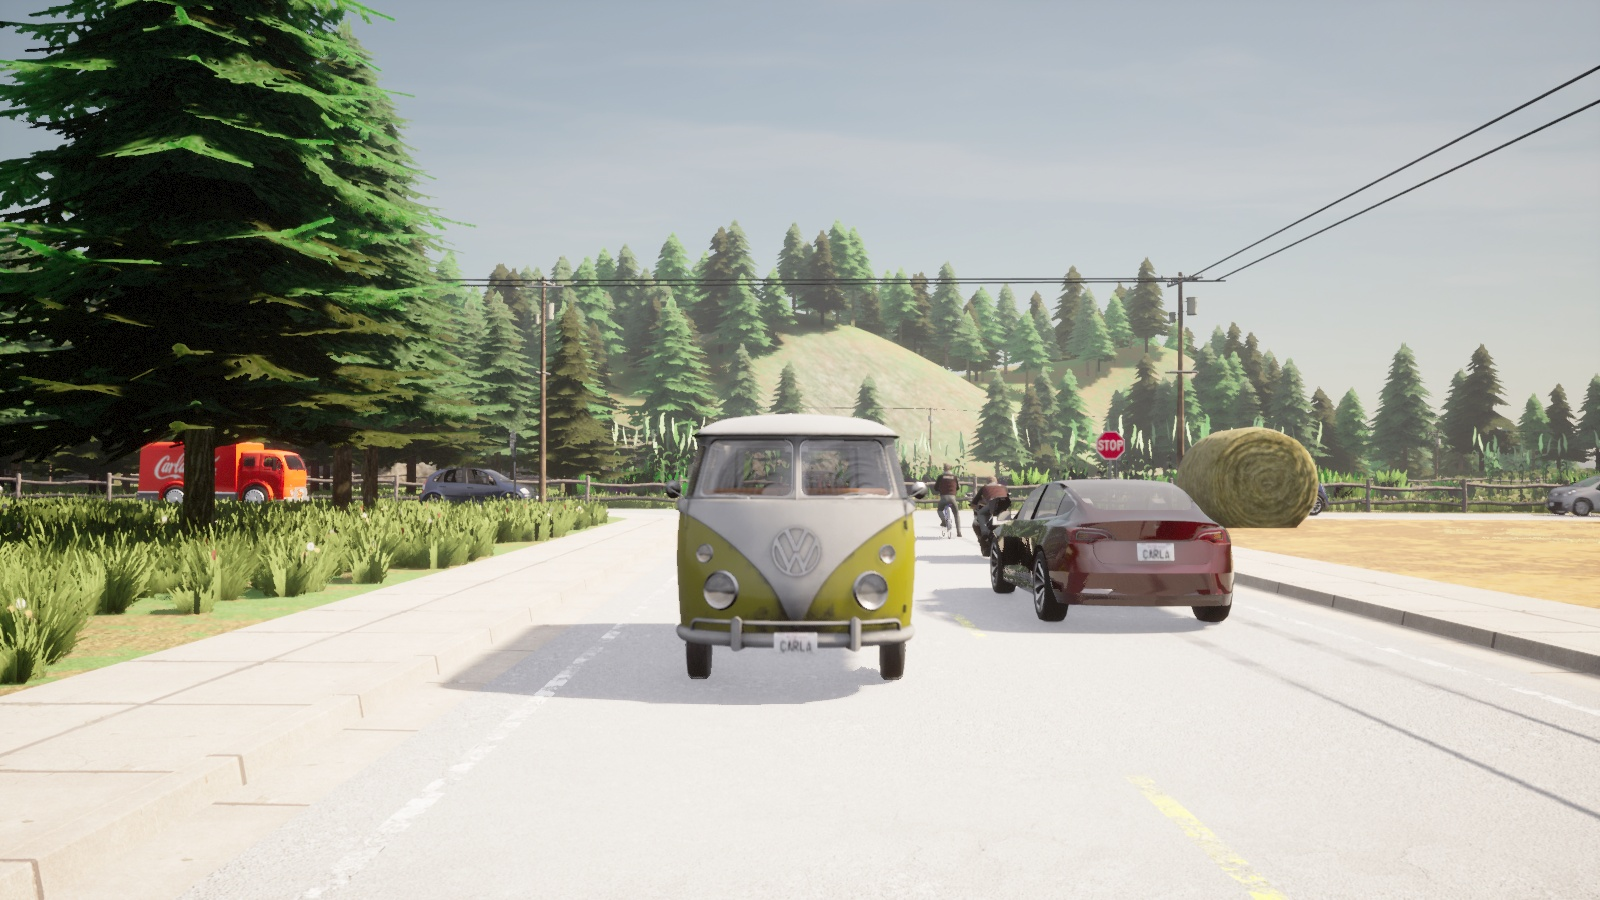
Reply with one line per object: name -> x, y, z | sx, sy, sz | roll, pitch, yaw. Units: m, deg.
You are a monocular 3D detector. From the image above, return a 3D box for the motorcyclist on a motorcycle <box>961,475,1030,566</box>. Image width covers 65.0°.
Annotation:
motorcyclist on a motorcycle -> 3.447, 1.210, 22.362 | 0.866, 1.530, 2.191 | 0, -1, 0

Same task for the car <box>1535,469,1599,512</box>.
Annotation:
car -> 28.901, 1.437, 45.295 | 3.633, 1.501, 1.845 | 0, -1, 3

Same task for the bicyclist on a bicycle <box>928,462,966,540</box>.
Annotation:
bicyclist on a bicycle -> 3.430, 1.163, 29.355 | 0.659, 1.776, 1.843 | 0, -1, 0

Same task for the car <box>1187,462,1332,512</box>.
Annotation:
car -> 16.717, 1.340, 45.861 | 4.553, 1.767, 2.097 | 0, -1, 3

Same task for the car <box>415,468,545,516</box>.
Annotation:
car -> -11.075, 1.453, 43.640 | 3.988, 1.617, 1.851 | 0, -1, 3

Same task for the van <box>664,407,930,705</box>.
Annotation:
van -> -0.026, 0.746, 10.639 | 1.775, 1.987, 4.442 | 0, -1, 0

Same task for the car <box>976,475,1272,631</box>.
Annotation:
car -> 3.466, 1.044, 14.535 | 2.163, 1.488, 4.792 | 0, -1, 0

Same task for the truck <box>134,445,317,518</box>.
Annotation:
truck -> -20.062, 1.111, 44.039 | 5.204, 2.467, 2.627 | 0, -1, 2
